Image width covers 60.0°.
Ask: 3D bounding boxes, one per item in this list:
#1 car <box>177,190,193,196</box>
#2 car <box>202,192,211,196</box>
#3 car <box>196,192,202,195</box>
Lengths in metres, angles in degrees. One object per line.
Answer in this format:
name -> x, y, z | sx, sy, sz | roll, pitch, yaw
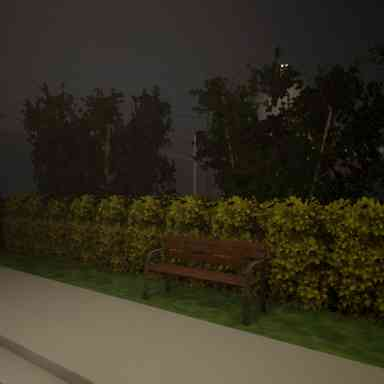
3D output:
car -> -2.643, 0.728, 58.085 | 2.150, 2.045, 5.566 | 0, 3, 35
car -> 4.824, 0.700, 68.647 | 1.882, 1.535, 5.008 | 0, 1, 35
car -> 1.098, 0.720, 69.412 | 1.882, 1.535, 5.008 | 0, 1, 35
